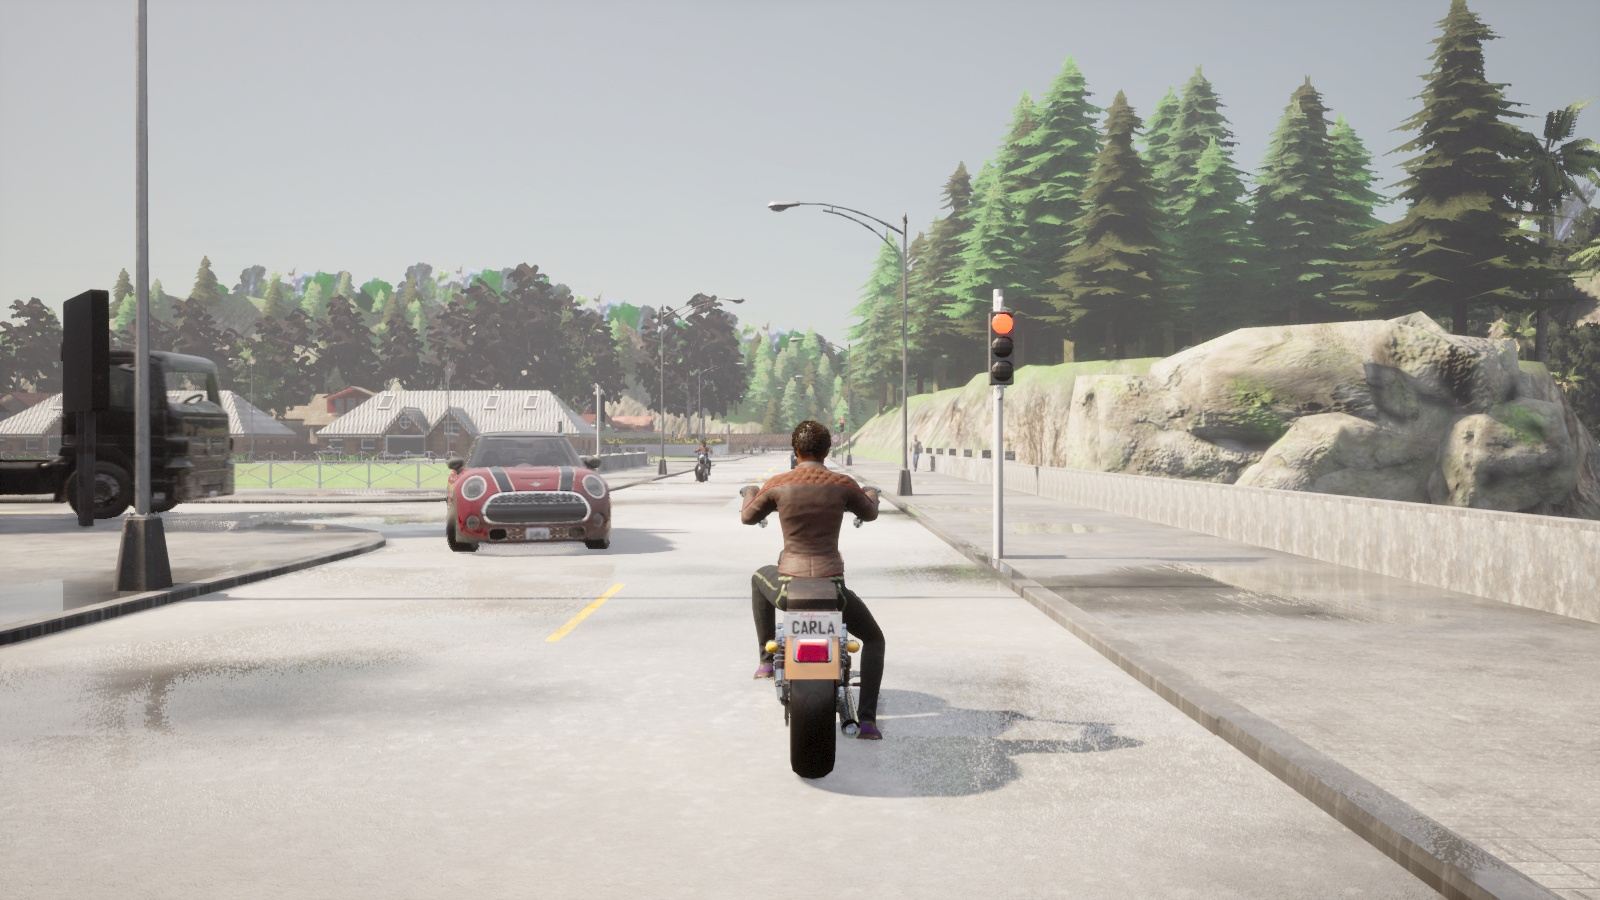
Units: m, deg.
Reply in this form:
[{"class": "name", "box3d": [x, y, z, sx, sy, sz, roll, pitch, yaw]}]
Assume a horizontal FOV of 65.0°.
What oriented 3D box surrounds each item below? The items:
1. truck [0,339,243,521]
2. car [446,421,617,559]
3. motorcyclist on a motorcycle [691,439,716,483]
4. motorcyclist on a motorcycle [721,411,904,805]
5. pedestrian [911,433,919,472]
[{"class": "truck", "box3d": [-15.855, -0.391, 25.295, 7.936, 3.462, 2.891, 0, 1, -5]}, {"class": "car", "box3d": [-4.087, 0.496, 18.519, 2.097, 1.767, 4.553, 0, 0, -17]}, {"class": "motorcyclist on a motorcycle", "box3d": [-3.716, 0.421, 48.349, 0.766, 1.649, 2.350, 0, 0, 0]}, {"class": "motorcyclist on a motorcycle", "box3d": [0.055, 0.661, 6.438, 0.766, 1.649, 2.350, 0, 0, 0]}, {"class": "pedestrian", "box3d": [5.468, 0.125, 59.539, 0.354, 1.836, 0.706, 0, 0, 4]}]
